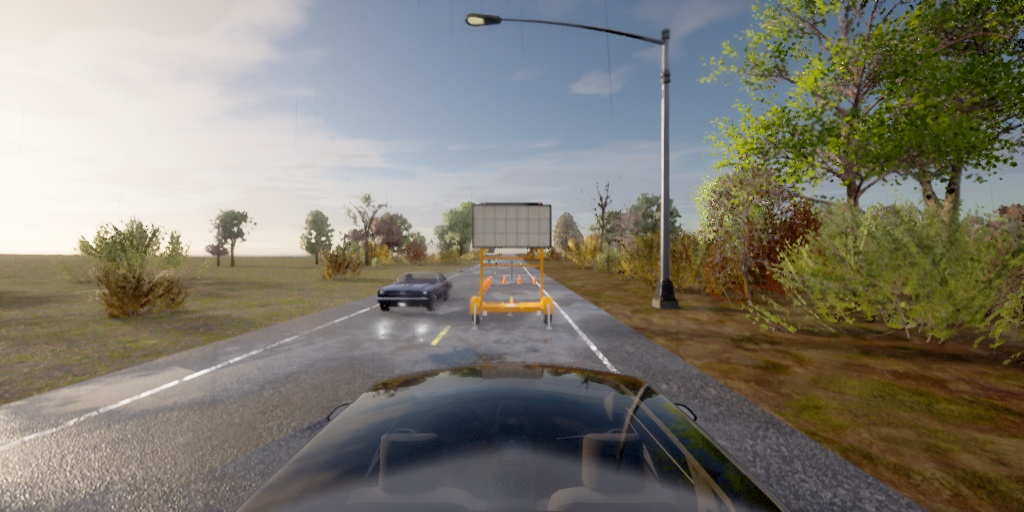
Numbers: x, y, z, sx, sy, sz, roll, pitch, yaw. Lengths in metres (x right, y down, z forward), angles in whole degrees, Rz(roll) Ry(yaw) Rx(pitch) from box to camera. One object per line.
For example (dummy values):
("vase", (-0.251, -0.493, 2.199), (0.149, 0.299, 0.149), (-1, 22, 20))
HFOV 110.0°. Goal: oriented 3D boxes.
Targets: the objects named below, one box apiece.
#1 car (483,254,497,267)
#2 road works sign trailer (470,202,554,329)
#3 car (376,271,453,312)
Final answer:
("car", (-3.584, 0.637, 58.192), (2.150, 2.045, 5.566), (0, 0, 0))
("road works sign trailer", (-0.003, 0.166, 11.011), (2.380, 3.560, 2.880), (0, 0, 0))
("car", (-3.604, 1.286, 14.027), (1.895, 1.301, 4.718), (0, 0, 0))
